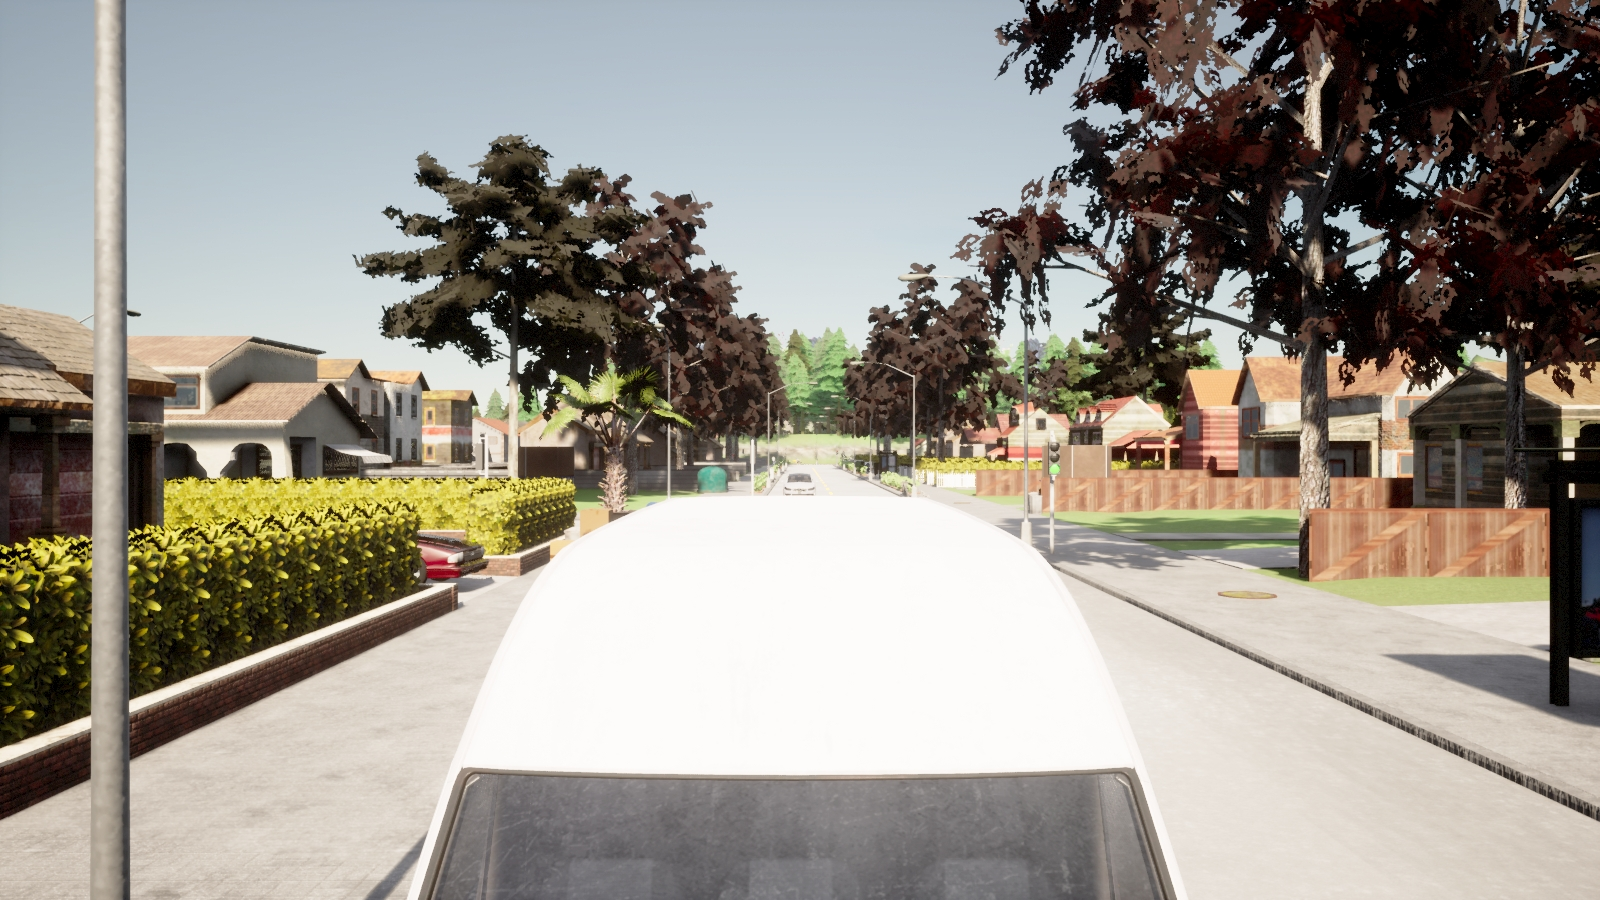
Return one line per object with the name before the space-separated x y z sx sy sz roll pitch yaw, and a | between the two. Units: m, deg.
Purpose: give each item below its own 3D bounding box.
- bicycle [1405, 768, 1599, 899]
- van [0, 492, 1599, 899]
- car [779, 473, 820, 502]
bicycle | 2.687 2.062 3.843 0.329 1.471 1.835 0 0 0
van | 0.002 1.537 4.030 1.988 2.561 5.915 0 0 0
car | -0.024 2.087 64.511 2.231 1.480 4.892 0 0 0
